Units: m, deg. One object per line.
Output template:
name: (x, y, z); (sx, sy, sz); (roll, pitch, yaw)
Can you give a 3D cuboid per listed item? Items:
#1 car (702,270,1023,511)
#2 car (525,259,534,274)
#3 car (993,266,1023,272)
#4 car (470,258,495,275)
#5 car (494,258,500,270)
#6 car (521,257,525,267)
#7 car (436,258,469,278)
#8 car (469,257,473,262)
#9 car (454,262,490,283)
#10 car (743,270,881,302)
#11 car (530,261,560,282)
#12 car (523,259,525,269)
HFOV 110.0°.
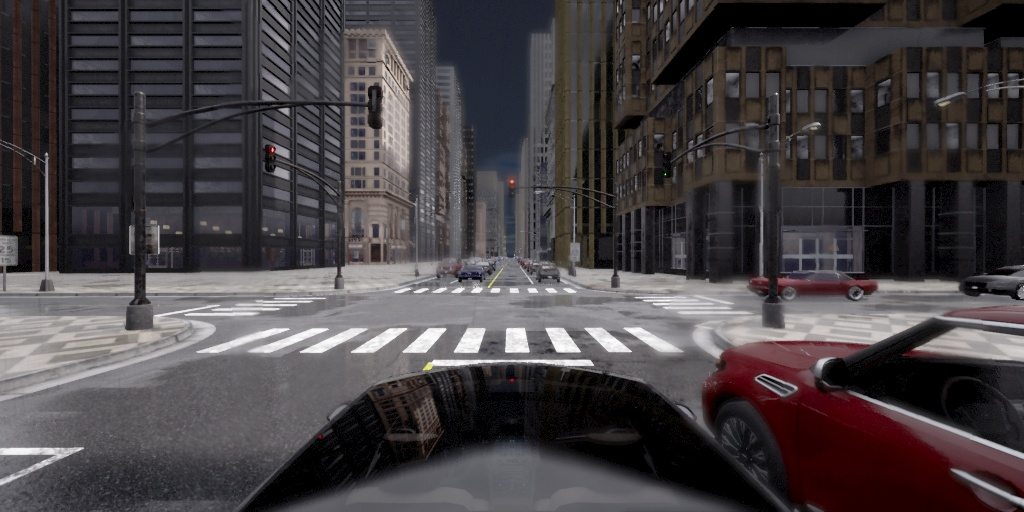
car: (2.763, 1.065, 1.230); (2.192, 1.841, 5.009); (0, 0, 0)
car: (2.776, 1.304, 39.485); (2.007, 1.370, 4.403); (0, 0, 0)
car: (23.606, 1.196, 16.422); (4.892, 1.490, 1.837); (0, 0, 0)
car: (-3.087, 1.279, 38.430); (1.812, 1.442, 4.674); (0, 0, 0)
car: (-3.076, 1.304, 48.799); (2.033, 1.411, 5.357); (0, 0, 0)
car: (2.783, 1.199, 56.406); (1.967, 1.591, 4.097); (0, 0, 0)
car: (-5.751, 1.067, 33.837); (2.192, 1.841, 5.009); (0, 0, 0)
car: (-5.749, 1.194, 39.479); (1.967, 1.591, 4.097); (0, 0, 0)
car: (-3.090, 1.352, 28.462); (1.895, 1.301, 4.718); (0, 0, 0)
car: (13.525, 1.314, 16.376); (4.718, 1.301, 1.895); (0, 0, 0)
car: (2.772, 1.302, 28.203); (2.007, 1.370, 4.403); (0, 0, 0)
car: (2.778, 1.300, 45.125); (1.888, 1.381, 4.507); (0, 0, 0)
